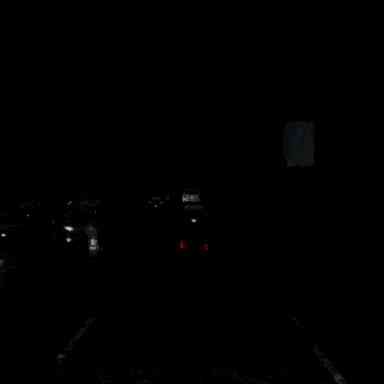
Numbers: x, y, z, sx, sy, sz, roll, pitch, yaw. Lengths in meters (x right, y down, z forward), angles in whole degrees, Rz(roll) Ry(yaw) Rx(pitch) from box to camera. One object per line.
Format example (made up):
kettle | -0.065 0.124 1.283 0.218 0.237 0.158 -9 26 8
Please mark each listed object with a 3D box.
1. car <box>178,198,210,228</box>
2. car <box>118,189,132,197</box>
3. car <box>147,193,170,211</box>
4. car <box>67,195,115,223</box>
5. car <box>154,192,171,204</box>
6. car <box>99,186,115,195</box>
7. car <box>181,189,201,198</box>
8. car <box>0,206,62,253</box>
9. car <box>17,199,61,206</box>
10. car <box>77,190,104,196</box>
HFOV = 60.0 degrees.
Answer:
car | 0.102 1.340 20.383 1.812 1.442 4.674 0 1 0
car | -13.426 0.101 66.195 1.994 1.385 4.181 0 2 -27
car | -3.446 1.089 33.576 1.812 1.442 4.674 0 1 -1
car | -6.998 1.242 23.536 1.882 1.535 5.008 0 1 0
car | -4.110 0.789 45.712 2.033 1.411 5.357 0 2 -8
car | -16.534 -0.224 64.583 2.150 2.045 5.566 0 2 -27
car | -0.155 0.611 40.456 2.150 2.045 5.566 0 2 -3
car | -7.024 1.466 13.072 1.994 1.385 4.181 0 0 1
car | -10.498 1.261 22.430 1.882 1.535 5.008 0 1 0
car | -10.509 0.937 32.618 2.097 1.767 4.553 0 1 0
